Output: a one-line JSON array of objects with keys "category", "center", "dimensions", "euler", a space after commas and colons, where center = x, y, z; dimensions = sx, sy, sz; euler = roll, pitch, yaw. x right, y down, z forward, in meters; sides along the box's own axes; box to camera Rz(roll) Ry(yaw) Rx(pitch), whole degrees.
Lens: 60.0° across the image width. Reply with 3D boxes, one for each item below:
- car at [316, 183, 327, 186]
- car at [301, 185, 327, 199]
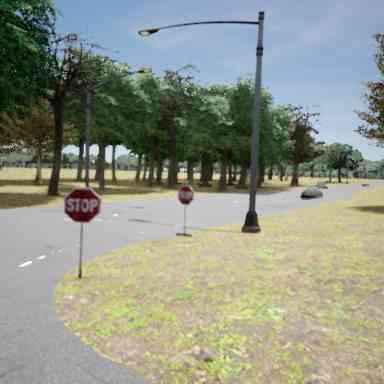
[{"category": "car", "center": [29.379, -1.335, 75.535], "dimensions": [1.837, 1.490, 4.892], "euler": [4, 4, 35]}, {"category": "car", "center": [16.364, 0.157, 45.225], "dimensions": [1.994, 1.385, 4.181], "euler": [4, 4, 35]}]
